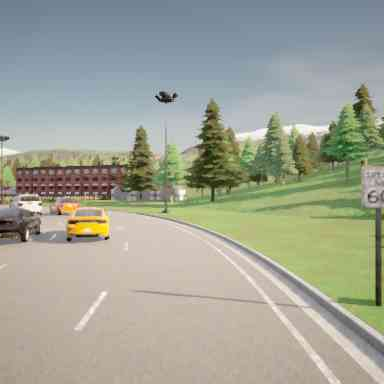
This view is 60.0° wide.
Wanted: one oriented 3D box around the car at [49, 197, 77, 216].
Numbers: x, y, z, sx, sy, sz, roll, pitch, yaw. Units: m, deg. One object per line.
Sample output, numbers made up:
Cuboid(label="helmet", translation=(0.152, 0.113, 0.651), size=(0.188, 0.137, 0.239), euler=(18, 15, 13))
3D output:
Cuboid(label="car", translation=(-12.723, 1.365, 33.204), size=(2.097, 1.767, 4.553), euler=(0, 0, -35))

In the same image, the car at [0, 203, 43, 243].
Cuboid(label="car", translation=(-8.538, 1.516, 15.922), size=(1.837, 1.490, 4.892), euler=(0, 0, -14))

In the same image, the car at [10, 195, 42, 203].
Cuboid(label="car", translation=(-15.614, 1.257, 31.230), size=(2.150, 2.045, 5.566), euler=(0, 0, -35))

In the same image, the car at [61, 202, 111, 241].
Cuboid(label="car", translation=(-5.146, 1.484, 16.784), size=(1.882, 1.535, 5.008), euler=(0, 0, -14))
